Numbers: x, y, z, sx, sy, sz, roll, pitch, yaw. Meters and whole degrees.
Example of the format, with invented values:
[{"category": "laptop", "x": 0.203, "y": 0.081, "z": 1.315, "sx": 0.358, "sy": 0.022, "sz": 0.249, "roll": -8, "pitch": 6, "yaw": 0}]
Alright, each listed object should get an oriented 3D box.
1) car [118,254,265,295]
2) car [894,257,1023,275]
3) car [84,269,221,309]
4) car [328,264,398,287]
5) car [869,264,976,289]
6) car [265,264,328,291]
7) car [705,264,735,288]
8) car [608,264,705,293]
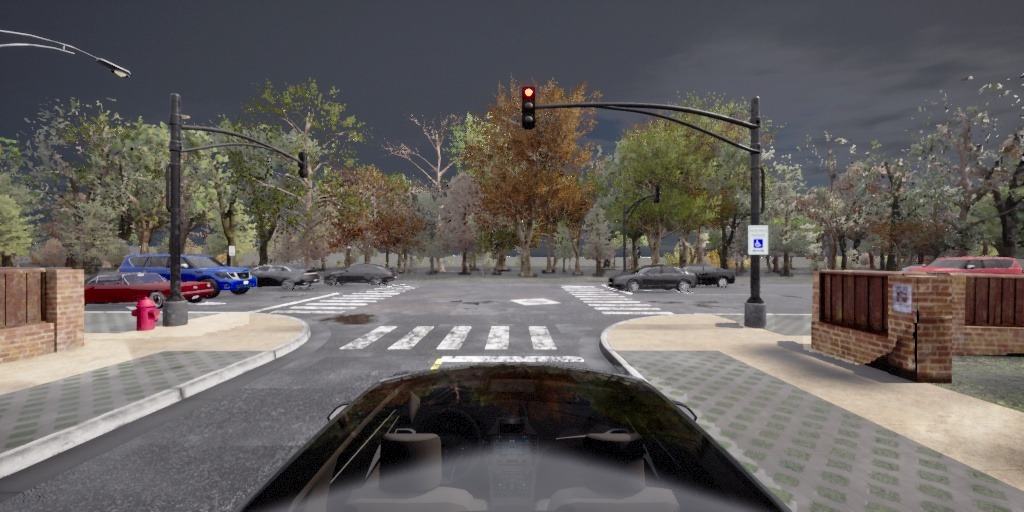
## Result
[{"category": "car", "x": -15.561, "y": 0.916, "z": 17.247, "sx": 5.566, "sy": 2.045, "sz": 2.150, "roll": 0, "pitch": 0, "yaw": 0}, {"category": "car", "x": 25.944, "y": 1.070, "z": 20.752, "sx": 5.566, "sy": 2.045, "sz": 2.150, "roll": 0, "pitch": 0, "yaw": 0}, {"category": "car", "x": -14.634, "y": 1.294, "z": 13.997, "sx": 4.718, "sy": 1.301, "sz": 1.895, "roll": 0, "pitch": 0, "yaw": -3}, {"category": "car", "x": -10.062, "y": 1.249, "z": 23.955, "sx": 4.674, "sy": 1.442, "sz": 1.812, "roll": 0, "pitch": 0, "yaw": 0}, {"category": "car", "x": 27.339, "y": 1.333, "z": 24.000, "sx": 5.008, "sy": 1.535, "sz": 1.882, "roll": 0, "pitch": 0, "yaw": 0}, {"category": "car", "x": -13.770, "y": 1.196, "z": 20.700, "sx": 4.902, "sy": 1.511, "sz": 2.128, "roll": 0, "pitch": 0, "yaw": 0}, {"category": "car", "x": 12.115, "y": 1.283, "z": 23.986, "sx": 5.008, "sy": 1.535, "sz": 1.882, "roll": 0, "pitch": 0, "yaw": 0}, {"category": "car", "x": 8.008, "y": 1.291, "z": 20.521, "sx": 4.892, "sy": 1.490, "sz": 1.837, "roll": 0, "pitch": 0, "yaw": -4}]
